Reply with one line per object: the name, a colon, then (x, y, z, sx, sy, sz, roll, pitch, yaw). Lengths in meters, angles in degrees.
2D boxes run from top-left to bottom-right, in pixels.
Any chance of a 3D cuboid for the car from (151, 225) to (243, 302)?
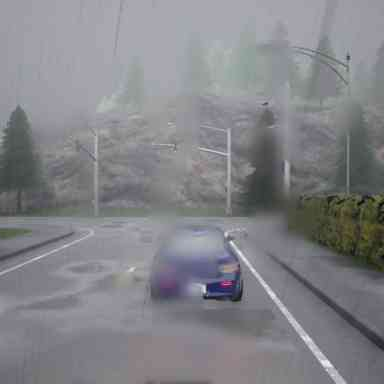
car: (0.103, 1.526, 8.116, 1.812, 1.442, 4.674, 0, 0, 0)
